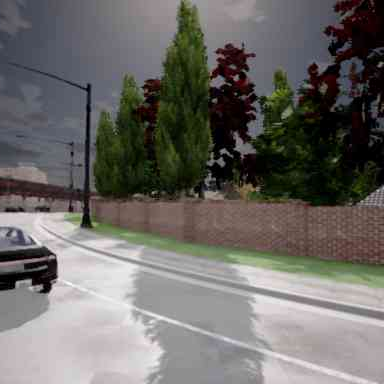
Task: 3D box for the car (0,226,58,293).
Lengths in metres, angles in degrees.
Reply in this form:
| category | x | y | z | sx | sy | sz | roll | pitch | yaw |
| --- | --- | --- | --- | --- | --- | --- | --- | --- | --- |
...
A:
| category | x | y | z | sx | sy | sz | roll | pitch | yaw |
| --- | --- | --- | --- | --- | --- | --- | --- | --- | --- |
| car | -5.103 | 1.615 | 8.328 | 4.902 | 1.511 | 2.128 | 0 | -2 | 44 |

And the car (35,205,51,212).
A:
| category | x | y | z | sx | sy | sz | roll | pitch | yaw |
| --- | --- | --- | --- | --- | --- | --- | --- | --- | --- |
| car | -30.943 | 3.443 | 69.134 | 1.837 | 1.490 | 4.892 | 1 | -4 | -1 |

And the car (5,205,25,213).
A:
| category | x | y | z | sx | sy | sz | roll | pitch | yaw |
| --- | --- | --- | --- | --- | --- | --- | --- | --- | --- |
| car | -30.021 | 2.875 | 56.559 | 1.994 | 1.385 | 4.181 | 1 | -4 | -5 |
